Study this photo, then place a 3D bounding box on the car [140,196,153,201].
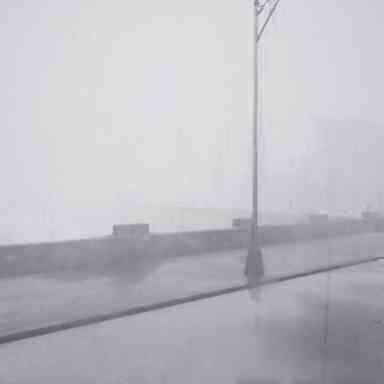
[{"bbox_3d":[-12.978,1.875,94.646,1.895,1.301,4.718,1,0,-36],"label":"car"}]
